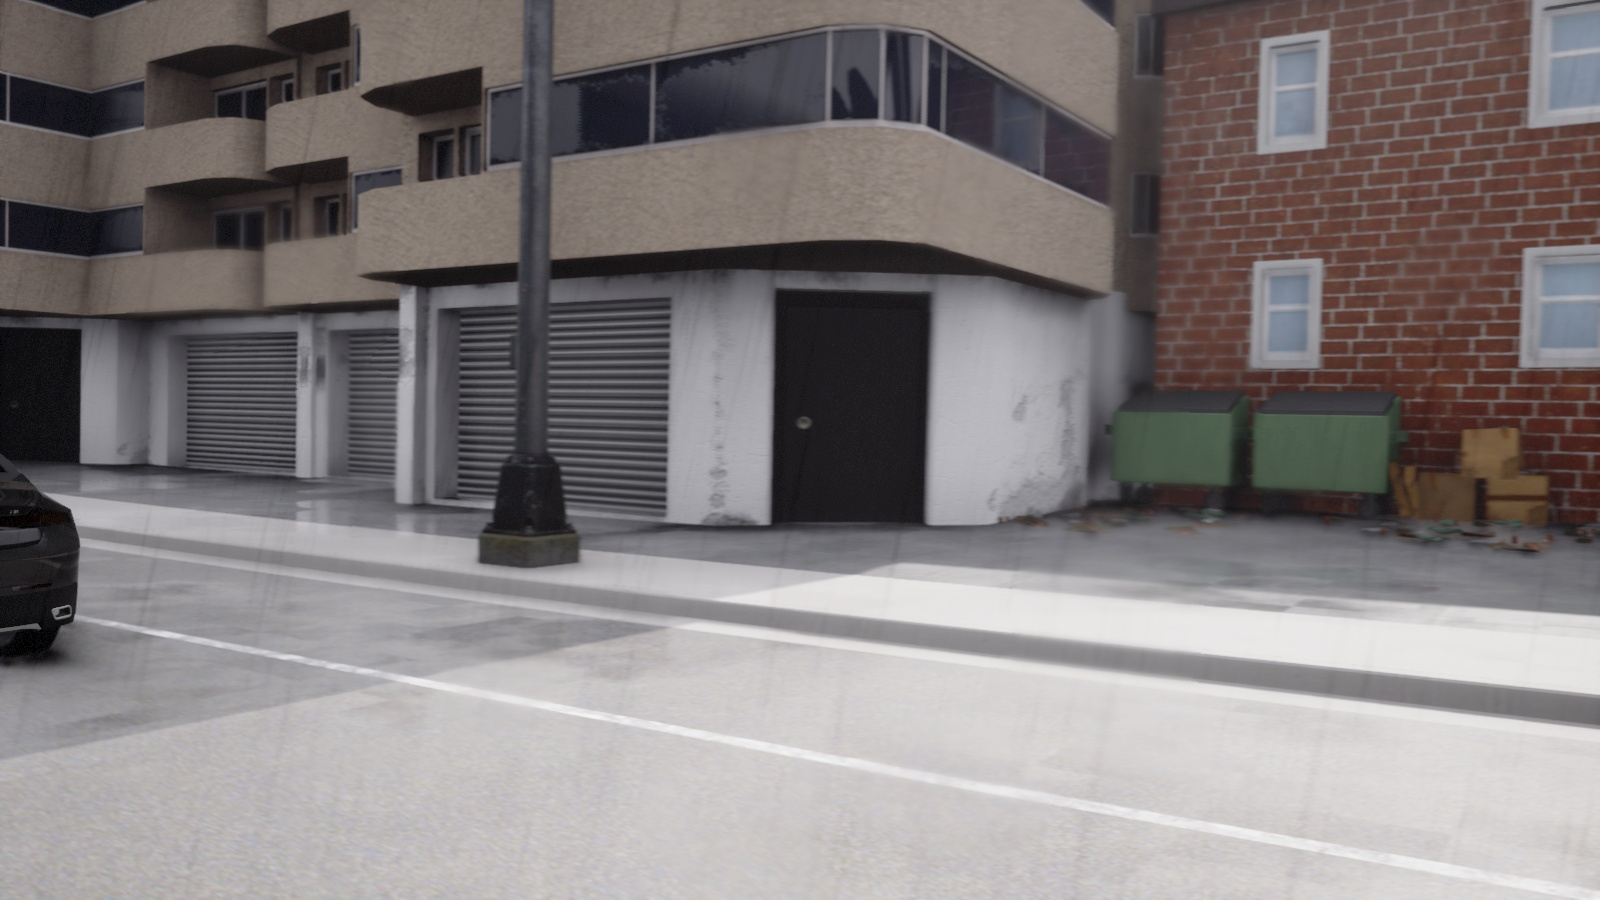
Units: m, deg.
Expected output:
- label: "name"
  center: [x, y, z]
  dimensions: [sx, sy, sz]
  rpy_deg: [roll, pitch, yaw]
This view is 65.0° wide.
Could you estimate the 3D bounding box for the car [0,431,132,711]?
- label: "car"
  center: [-6.444, 0.628, 7.905]
  dimensions: [4.892, 1.490, 1.837]
  rpy_deg: [1, 1, 34]
